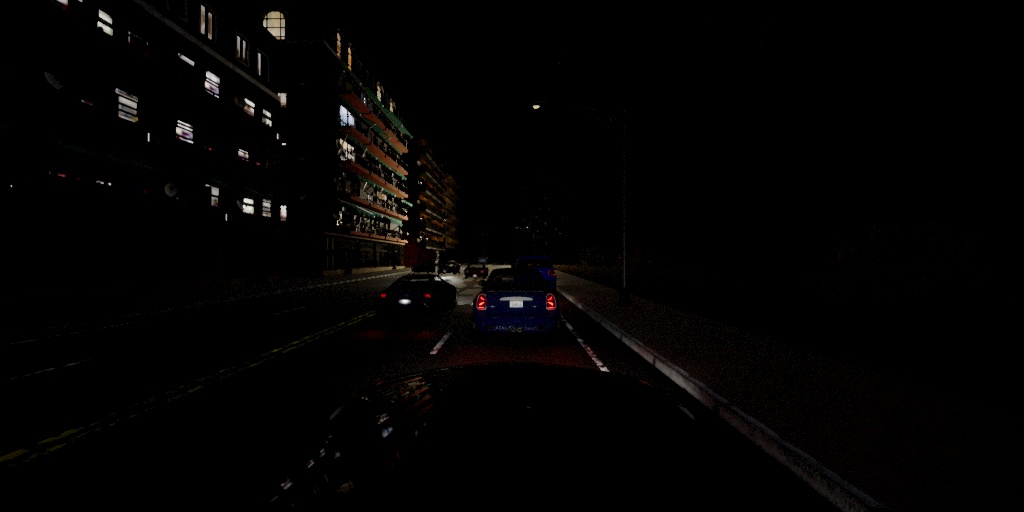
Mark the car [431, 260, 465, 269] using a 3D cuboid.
[{"bbox_3d":[-6.598,1.254,37.664,2.128,1.511,4.902,0,0,0],"label":"car"}]

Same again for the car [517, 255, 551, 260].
[{"bbox_3d":[1.137,0.982,19.763,2.150,2.045,5.566,0,0,0],"label":"car"}]

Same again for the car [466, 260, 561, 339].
[{"bbox_3d":[0.098,1.106,10.188,2.097,1.767,4.553,0,0,0],"label":"car"}]

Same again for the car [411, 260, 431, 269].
[{"bbox_3d":[-9.849,1.241,40.316,1.882,1.535,5.008,0,0,0],"label":"car"}]

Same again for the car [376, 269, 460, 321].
[{"bbox_3d":[-3.152,1.318,12.553,1.994,1.385,4.181,0,0,0],"label":"car"}]

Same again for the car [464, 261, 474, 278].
[{"bbox_3d":[-3.149,1.362,32.739,1.895,1.301,4.718,0,0,0],"label":"car"}]
